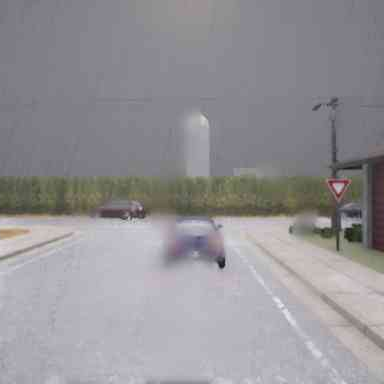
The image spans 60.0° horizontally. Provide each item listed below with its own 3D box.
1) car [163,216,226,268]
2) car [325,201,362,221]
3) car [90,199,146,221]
[{"bbox_3d":[0.089,1.531,11.213,1.812,1.442,4.674,0,0,1],"label":"car"},{"bbox_3d":[13.468,1.543,27.312,4.892,1.490,1.837,0,0,1],"label":"car"},{"bbox_3d":[-6.121,1.391,27.249,4.553,1.767,2.097,0,0,22],"label":"car"}]
